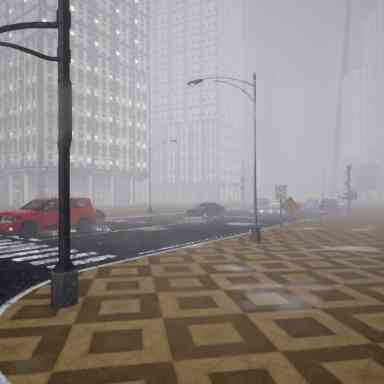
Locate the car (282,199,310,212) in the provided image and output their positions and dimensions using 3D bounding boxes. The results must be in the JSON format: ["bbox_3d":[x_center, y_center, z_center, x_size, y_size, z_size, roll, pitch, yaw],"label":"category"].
[{"bbox_3d":[13.860,1.898,44.380,1.895,1.301,4.718,0,-1,33],"label":"car"}]

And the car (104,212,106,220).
[{"bbox_3d":[-8.210,1.666,23.544,1.812,1.442,4.674,0,0,34],"label":"car"}]

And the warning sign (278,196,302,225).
[{"bbox_3d":[6.783,1.251,22.979,1.300,1.860,1.060,0,0,34],"label":"warning sign"}]

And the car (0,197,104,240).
[{"bbox_3d":[-7.873,1.319,18.280,2.150,2.045,5.566,0,-1,34],"label":"car"}]

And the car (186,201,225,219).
[{"bbox_3d":[1.355,1.682,31.818,1.882,1.535,5.008,0,-1,34],"label":"car"}]

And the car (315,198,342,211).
[{"bbox_3d":[19.244,1.663,46.754,2.097,1.767,4.553,0,0,32],"label":"car"}]

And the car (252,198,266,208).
[{"bbox_3d":[10.936,1.660,51.947,1.837,1.490,4.892,0,0,32],"label":"car"}]

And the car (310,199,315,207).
[{"bbox_3d":[19.081,1.831,52.776,1.882,1.535,5.008,0,0,31],"label":"car"}]

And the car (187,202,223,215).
[{"bbox_3d":[1.576,1.852,37.904,1.895,1.301,4.718,0,-1,34],"label":"car"}]

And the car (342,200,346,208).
[{"bbox_3d":[24.402,1.965,55.237,1.895,1.301,4.718,0,0,30],"label":"car"}]

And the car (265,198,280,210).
[{"bbox_3d":[12.796,1.856,48.849,1.812,1.442,4.674,0,-1,33],"label":"car"}]
